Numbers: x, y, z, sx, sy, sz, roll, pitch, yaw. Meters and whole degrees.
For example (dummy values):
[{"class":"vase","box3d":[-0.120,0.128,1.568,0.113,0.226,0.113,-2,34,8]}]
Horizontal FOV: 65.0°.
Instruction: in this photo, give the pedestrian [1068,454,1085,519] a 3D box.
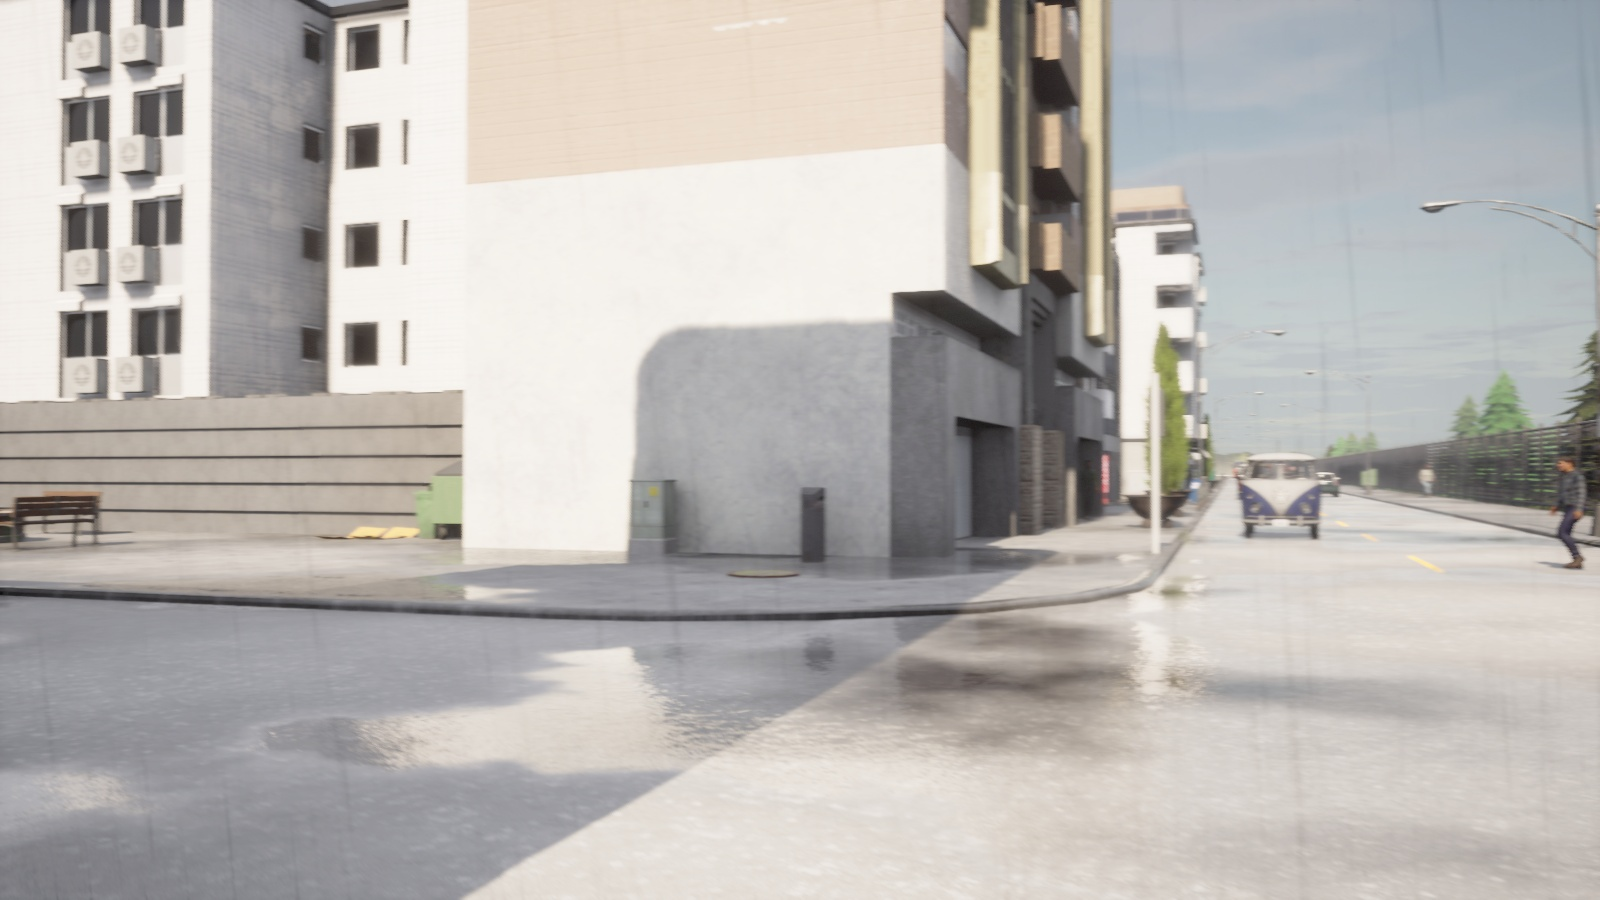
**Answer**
[{"class":"pedestrian","box3d":[8.389,1.107,38.094,0.423,1.949,0.788,-1,-1,15]}]

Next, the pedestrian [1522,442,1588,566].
[{"class":"pedestrian","box3d":[12.075,0.862,20.088,0.788,1.949,0.423,-1,-1,15]}]

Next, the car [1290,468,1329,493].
[{"class":"car","box3d":[31.358,1.849,77.408,1.970,1.475,3.806,-1,-1,19]}]

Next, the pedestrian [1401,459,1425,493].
[{"class":"pedestrian","box3d":[33.800,1.434,69.209,0.874,1.855,0.900,-1,-1,3]}]

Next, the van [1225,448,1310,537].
[{"class":"van","box3d":[11.353,0.996,30.441,1.775,1.987,4.442,-1,-1,21]}]
